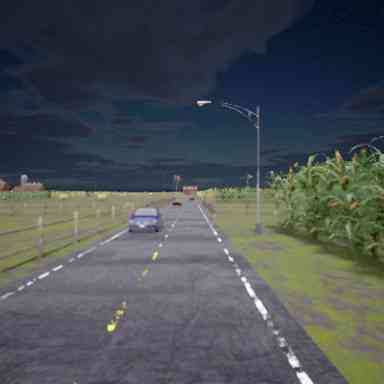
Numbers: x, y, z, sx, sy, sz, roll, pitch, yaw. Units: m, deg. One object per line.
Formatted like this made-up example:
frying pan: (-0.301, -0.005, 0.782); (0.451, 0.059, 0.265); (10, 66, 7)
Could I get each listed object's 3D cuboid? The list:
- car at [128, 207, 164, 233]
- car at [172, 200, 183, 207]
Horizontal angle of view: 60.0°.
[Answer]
car: (-2.852, 1.703, 21.279); (1.812, 1.442, 4.674); (0, 0, 0)
car: (-2.779, 2.094, 62.835); (1.895, 1.301, 4.718); (0, 0, 1)
